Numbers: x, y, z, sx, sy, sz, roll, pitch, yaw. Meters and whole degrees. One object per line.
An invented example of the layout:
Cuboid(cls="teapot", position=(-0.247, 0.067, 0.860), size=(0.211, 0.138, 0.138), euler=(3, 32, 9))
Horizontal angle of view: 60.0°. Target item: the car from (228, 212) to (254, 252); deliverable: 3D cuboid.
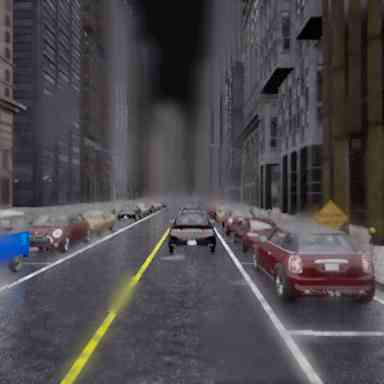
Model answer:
Cuboid(cls="car", position=(2.765, 1.716, 14.140), size=(1.802, 1.307, 4.206), euler=(0, -1, 0))

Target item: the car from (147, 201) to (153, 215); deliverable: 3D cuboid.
Cuboid(cls="car", position=(-5.753, 1.877, 36.527), size=(1.752, 1.417, 4.829), euler=(0, -1, 0))

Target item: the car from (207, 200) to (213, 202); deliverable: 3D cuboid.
Cuboid(cls="car", position=(2.772, 1.898, 36.702), size=(1.887, 1.381, 4.507), euler=(0, -1, 0))

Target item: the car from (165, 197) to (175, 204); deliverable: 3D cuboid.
Cuboid(cls="car", position=(-5.738, 2.194, 87.463), size=(2.192, 1.841, 5.009), euler=(0, -1, 0))

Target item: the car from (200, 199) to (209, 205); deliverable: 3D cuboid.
Cuboid(cls="car", position=(2.785, 2.308, 76.183), size=(2.008, 1.369, 4.403), euler=(0, -1, 0))

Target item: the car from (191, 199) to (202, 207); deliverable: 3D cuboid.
Cuboid(cls="car", position=(0.800, 2.130, 66.144), size=(1.882, 1.535, 5.008), euler=(0, -1, -2))

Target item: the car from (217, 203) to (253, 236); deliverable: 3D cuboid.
Cuboid(cls="car", position=(2.766, 1.628, 19.782), size=(1.967, 1.590, 4.097), euler=(0, -1, 0))

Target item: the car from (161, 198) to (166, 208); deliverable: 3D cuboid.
Cuboid(cls="car", position=(-5.748, 2.047, 53.448), size=(1.752, 1.417, 4.829), euler=(0, -1, 0))

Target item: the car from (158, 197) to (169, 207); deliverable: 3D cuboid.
Cuboid(cls="car", position=(-5.746, 1.896, 59.261), size=(2.192, 1.841, 5.009), euler=(0, -1, 0))

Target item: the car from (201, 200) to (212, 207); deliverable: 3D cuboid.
Cuboid(cls="car", position=(2.781, 2.190, 64.903), size=(2.008, 1.369, 4.403), euler=(0, -1, 0))

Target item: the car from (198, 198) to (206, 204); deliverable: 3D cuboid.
Cuboid(cls="car", position=(2.790, 2.381, 93.104), size=(1.967, 1.590, 4.097), euler=(0, -1, 0))

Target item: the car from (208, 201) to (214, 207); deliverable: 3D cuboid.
Cuboid(cls="car", position=(2.770, 1.842, 31.062), size=(1.887, 1.381, 4.507), euler=(0, -1, 0))

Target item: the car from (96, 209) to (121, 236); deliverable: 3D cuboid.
Cuboid(cls="car", position=(-5.759, 1.712, 19.605), size=(1.752, 1.417, 4.829), euler=(0, -1, 0))

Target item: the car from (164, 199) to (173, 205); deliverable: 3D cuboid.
Cuboid(cls="car", position=(-5.738, 2.369, 81.820), size=(2.008, 1.369, 4.403), euler=(0, -1, 0))

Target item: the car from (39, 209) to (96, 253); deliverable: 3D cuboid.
Cuboid(cls="car", position=(-5.761, 1.574, 14.136), size=(1.967, 1.590, 4.097), euler=(0, -1, 0))

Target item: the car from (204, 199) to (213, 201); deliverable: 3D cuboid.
Cuboid(cls="car", position=(2.774, 1.937, 42.513), size=(1.752, 1.417, 4.829), euler=(0, -1, 0))

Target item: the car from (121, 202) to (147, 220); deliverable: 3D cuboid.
Cuboid(cls="car", position=(-5.755, 1.864, 31.056), size=(1.947, 1.339, 4.313), euler=(0, -1, 0))

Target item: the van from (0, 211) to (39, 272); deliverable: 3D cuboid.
Cuboid(cls="van", position=(-5.763, 1.422, 8.496), size=(1.690, 1.788, 3.998), euler=(0, -1, 0))

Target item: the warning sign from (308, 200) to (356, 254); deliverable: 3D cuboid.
Cuboid(cls="warning sign", position=(5.074, 1.231, 12.173), size=(1.300, 1.860, 1.060), euler=(0, 0, 0))

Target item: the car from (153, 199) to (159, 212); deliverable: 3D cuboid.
Cuboid(cls="car", position=(-5.751, 1.976, 42.337), size=(1.947, 1.339, 4.313), euler=(0, -1, 0))

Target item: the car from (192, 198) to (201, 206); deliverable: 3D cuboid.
Cuboid(cls="car", position=(0.924, 2.173, 72.361), size=(1.801, 1.575, 5.366), euler=(0, -1, 0))

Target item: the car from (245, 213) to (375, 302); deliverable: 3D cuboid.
Cuboid(cls="car", position=(2.763, 1.521, 8.502), size=(1.967, 1.590, 4.097), euler=(0, -1, 0))

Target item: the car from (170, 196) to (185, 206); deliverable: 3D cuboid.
Cuboid(cls="car", position=(-2.976, 2.062, 71.790), size=(2.097, 1.767, 4.553), euler=(0, -1, 0))

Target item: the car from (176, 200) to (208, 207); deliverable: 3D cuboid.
Cuboid(cls="car", position=(0.015, 1.773, 29.296), size=(2.128, 1.511, 4.902), euler=(0, 0, 0))

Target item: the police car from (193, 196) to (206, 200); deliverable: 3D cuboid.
Cuboid(cls="police car", position=(0.905, 1.976, 56.283), size=(1.930, 1.638, 5.238), euler=(0, -1, 0))

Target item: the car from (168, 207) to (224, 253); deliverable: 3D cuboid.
Cuboid(cls="car", position=(0.010, 1.628, 14.301), size=(2.128, 1.511, 4.902), euler=(0, 0, 0))

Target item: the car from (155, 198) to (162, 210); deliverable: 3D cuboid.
Cuboid(cls="car", position=(-5.749, 1.990, 47.808), size=(1.752, 1.417, 4.829), euler=(0, -1, 0))

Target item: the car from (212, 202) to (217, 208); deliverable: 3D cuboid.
Cuboid(cls="car", position=(2.769, 1.770, 25.592), size=(1.752, 1.417, 4.829), euler=(0, -1, 0))
